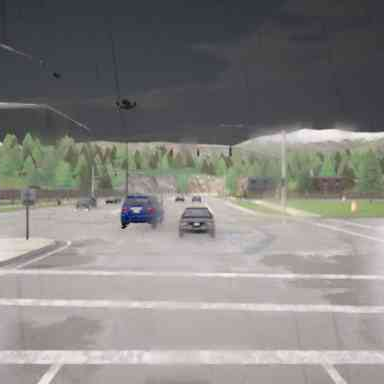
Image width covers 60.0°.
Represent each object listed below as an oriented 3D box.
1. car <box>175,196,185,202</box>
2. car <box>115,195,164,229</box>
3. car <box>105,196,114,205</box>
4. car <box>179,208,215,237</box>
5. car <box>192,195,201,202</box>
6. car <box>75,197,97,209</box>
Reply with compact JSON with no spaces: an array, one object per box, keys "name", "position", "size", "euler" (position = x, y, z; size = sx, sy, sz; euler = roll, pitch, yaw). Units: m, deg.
[{"name":"car","position":[-2.531,1.434,70.506],"size":[1.895,1.301,4.718],"euler":[0,0,1]},{"name":"car","position":[-3.168,1.223,21.887],"size":[2.150,2.045,5.566],"euler":[0,0,1]},{"name":"car","position":[-14.223,1.482,60.155],"size":[1.882,1.535,5.008],"euler":[0,0,1]},{"name":"car","position":[0.271,1.549,17.976],"size":[2.033,1.411,5.357],"euler":[0,0,1]},{"name":"car","position":[0.968,1.391,70.425],"size":[1.994,1.385,4.181],"euler":[0,0,1]},{"name":"car","position":[-14.483,1.508,45.775],"size":[1.837,1.490,4.892],"euler":[0,0,1]}]
